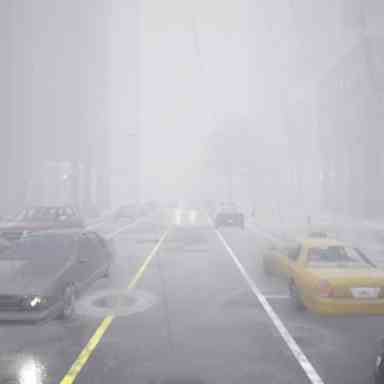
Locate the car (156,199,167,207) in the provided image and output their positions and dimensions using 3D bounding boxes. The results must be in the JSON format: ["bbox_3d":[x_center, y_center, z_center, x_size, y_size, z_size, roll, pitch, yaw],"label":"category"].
[{"bbox_3d":[-5.743,1.998,63.460,1.752,1.417,4.829,0,0,0],"label":"car"}]

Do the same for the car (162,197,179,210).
[{"bbox_3d":[-3.056,1.921,50.720,2.033,1.411,5.357,0,0,0],"label":"car"}]

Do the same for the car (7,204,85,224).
[{"bbox_3d":[-5.759,1.408,13.064,2.192,1.841,5.009,0,0,0],"label":"car"}]

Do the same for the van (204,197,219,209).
[{"bbox_3d":[2.774,1.642,41.162,1.690,1.788,3.998,0,0,0],"label":"van"}]

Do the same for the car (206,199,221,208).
[{"bbox_3d":[2.773,1.803,35.543,1.887,1.381,4.507,0,0,0],"label":"car"}]

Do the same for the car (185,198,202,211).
[{"bbox_3d":[0.061,1.858,45.338,1.812,1.442,4.674,0,0,0],"label":"car"}]

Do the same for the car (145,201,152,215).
[{"bbox_3d":[-5.752,1.782,35.367,1.752,1.417,4.829,0,0,0],"label":"car"}]

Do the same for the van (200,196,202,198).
[{"bbox_3d":[2.780,1.771,58.017,1.690,1.788,3.998,0,0,0],"label":"van"}]

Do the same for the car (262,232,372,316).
[{"bbox_3d":[2.764,1.580,7.622,1.752,1.417,4.829,0,0,0],"label":"car"}]

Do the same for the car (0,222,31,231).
[{"bbox_3d":[-5.761,1.604,7.444,2.008,1.369,4.403,0,0,0],"label":"car"}]

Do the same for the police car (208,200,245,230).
[{"bbox_3d":[2.374,1.589,22.852,1.930,1.638,5.238,0,0,0],"label":"police car"}]

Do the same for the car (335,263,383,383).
[{"bbox_3d":[2.763,1.564,1.827,2.008,1.369,4.403,0,0,0],"label":"car"}]

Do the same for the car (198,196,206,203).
[{"bbox_3d":[2.790,2.014,91.727,2.192,1.841,5.009,0,0,0],"label":"car"}]

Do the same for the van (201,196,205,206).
[{"bbox_3d":[2.778,1.728,52.398,1.690,1.788,3.998,0,0,0],"label":"van"}]

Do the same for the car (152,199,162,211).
[{"bbox_3d":[-5.749,1.909,46.774,1.947,1.339,4.313,0,0,0],"label":"car"}]

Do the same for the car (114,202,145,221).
[{"bbox_3d":[-5.754,1.782,29.918,1.947,1.339,4.313,0,0,0],"label":"car"}]

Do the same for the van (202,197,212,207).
[{"bbox_3d":[2.781,1.815,63.635,1.690,1.788,3.998,0,0,0],"label":"van"}]

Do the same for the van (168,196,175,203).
[{"bbox_3d":[-5.735,2.040,91.725,1.690,1.788,3.998,0,0,0],"label":"van"}]

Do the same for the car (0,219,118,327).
[{"bbox_3d":[-3.098,1.602,7.645,2.033,1.411,5.357,0,0,0],"label":"car"}]

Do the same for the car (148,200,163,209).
[{"bbox_3d":[-5.747,1.952,52.393,1.947,1.339,4.313,0,0,0],"label":"car"}]

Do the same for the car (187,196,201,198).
[{"bbox_3d":[0.020,1.678,61.781,2.150,2.045,5.566,0,0,0],"label":"car"}]
